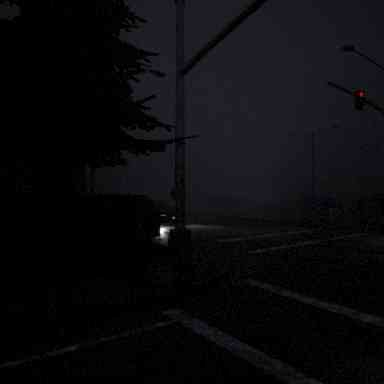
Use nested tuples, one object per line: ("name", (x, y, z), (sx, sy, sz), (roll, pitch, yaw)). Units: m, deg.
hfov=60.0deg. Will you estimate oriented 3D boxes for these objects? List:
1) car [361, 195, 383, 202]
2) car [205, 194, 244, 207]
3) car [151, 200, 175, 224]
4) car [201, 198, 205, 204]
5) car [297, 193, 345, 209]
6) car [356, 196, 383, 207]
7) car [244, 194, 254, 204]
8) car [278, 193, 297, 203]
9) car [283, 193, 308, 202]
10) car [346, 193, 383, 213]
("car", (37.787, 1.384, 69.613), (1.970, 1.475, 3.806), (0, 0, -36))
("car", (4.363, 1.298, 45.210), (2.007, 1.523, 4.514), (0, 0, -36))
("car", (-2.537, 1.313, 22.200), (1.837, 1.490, 4.892), (0, 0, -36))
("car", (3.208, 1.232, 53.069), (1.970, 1.475, 3.806), (0, 0, -36))
("car", (15.850, 1.097, 41.155), (1.932, 1.855, 4.605), (0, 0, -36))
("car", (26.367, 1.298, 47.868), (2.007, 1.523, 4.514), (0, 0, -36))
("car", (8.222, 1.154, 57.087), (2.152, 1.636, 5.027), (0, 0, -36))
("car", (18.596, 1.077, 64.575), (1.905, 1.878, 3.866), (0, 0, -36))
("car", (20.711, 1.097, 66.610), (1.932, 1.855, 4.605), (0, 0, -36))
("car", (17.790, 1.077, 32.851), (1.905, 1.878, 3.866), (0, 0, -36))
